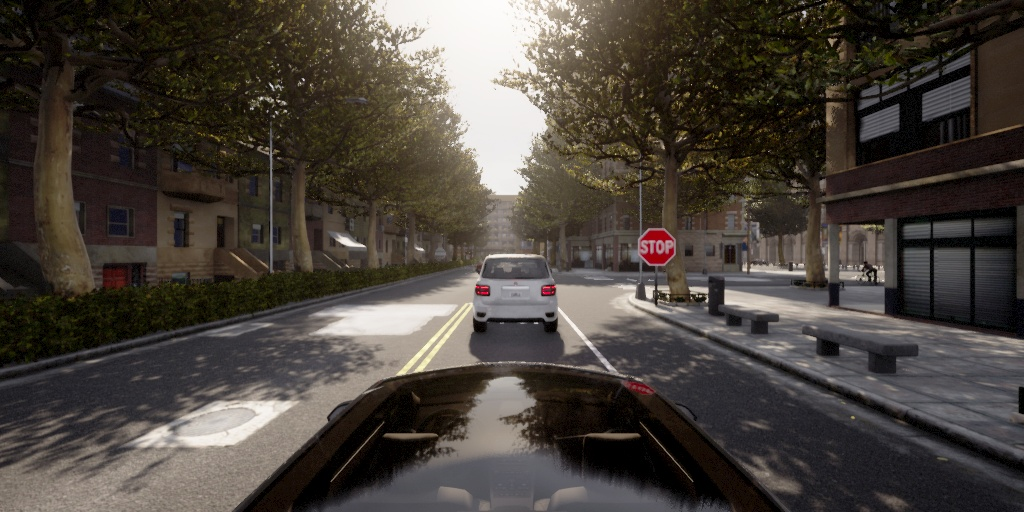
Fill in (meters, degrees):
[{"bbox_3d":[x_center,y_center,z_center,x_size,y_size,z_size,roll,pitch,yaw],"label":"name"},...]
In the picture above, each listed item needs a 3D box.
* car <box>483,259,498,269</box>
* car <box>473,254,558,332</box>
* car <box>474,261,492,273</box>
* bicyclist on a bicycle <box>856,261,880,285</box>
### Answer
[{"bbox_3d":[-3.555,1.234,59.528,2.128,1.511,4.902,0,0,0],"label":"car"},{"bbox_3d":[0.089,0.971,10.946,2.150,2.045,5.566,0,0,0],"label":"car"},{"bbox_3d":[-3.564,1.347,45.298,1.895,1.301,4.718,0,0,0],"label":"car"},{"bbox_3d":[24.773,1.201,24.960,0.582,1.620,1.656,0,0,-1],"label":"bicyclist on a bicycle"}]
